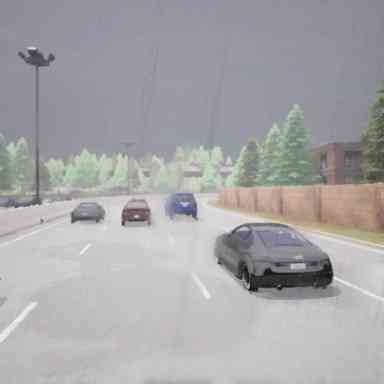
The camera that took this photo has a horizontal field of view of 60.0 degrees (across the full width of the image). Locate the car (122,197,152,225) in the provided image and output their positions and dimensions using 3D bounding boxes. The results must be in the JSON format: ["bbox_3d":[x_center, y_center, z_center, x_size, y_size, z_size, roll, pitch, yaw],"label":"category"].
[{"bbox_3d":[-3.806,1.367,22.983,1.882,1.535,5.008,0,0,-9],"label":"car"}]

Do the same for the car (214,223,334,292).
[{"bbox_3d":[1.911,1.516,8.949,1.994,1.385,4.181,0,0,-9],"label":"car"}]

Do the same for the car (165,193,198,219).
[{"bbox_3d":[-0.952,1.085,27.341,2.150,2.045,5.566,0,0,-9],"label":"car"}]

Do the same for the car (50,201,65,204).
[{"bbox_3d":[-17.385,1.291,44.281,2.128,1.511,4.902,0,0,-3],"label":"car"}]

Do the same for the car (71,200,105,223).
[{"bbox_3d":[-7.593,1.450,24.565,1.994,1.385,4.181,0,0,-9],"label":"car"}]

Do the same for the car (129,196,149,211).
[{"bbox_3d":[-6.176,1.302,39.274,2.128,1.511,4.902,0,0,-7],"label":"car"}]

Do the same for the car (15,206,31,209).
[{"bbox_3d":[-20.717,1.290,42.133,1.882,1.535,5.008,0,0,-5],"label":"car"}]

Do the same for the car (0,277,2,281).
[{"bbox_3d":[-4.447,1.530,4.279,2.033,1.411,5.357,0,0,-9],"label":"car"}]
